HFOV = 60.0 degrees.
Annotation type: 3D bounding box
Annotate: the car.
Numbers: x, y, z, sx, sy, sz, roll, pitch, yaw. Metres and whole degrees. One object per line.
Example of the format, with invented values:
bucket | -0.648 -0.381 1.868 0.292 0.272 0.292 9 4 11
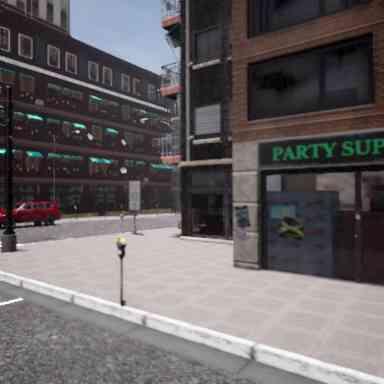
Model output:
car | -12.468 1.669 25.019 2.192 1.841 5.009 -2 -2 35
